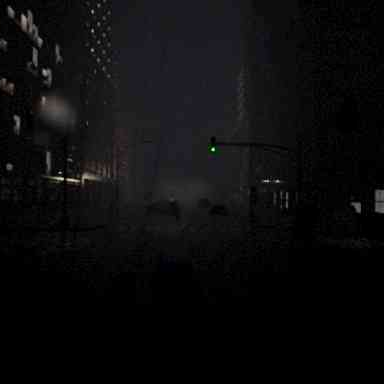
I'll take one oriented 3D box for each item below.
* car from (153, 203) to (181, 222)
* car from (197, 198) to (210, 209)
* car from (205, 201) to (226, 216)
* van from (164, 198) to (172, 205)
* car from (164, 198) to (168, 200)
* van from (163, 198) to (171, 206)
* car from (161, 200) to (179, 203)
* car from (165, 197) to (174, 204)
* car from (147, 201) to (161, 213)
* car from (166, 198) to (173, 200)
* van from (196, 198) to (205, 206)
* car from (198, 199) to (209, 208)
[{"bbox_3d":[-2.200,1.968,30.433,1.994,1.385,4.181,0,-1,-1],"label":"car"},{"bbox_3d":[2.406,2.124,61.680,2.192,1.841,5.009,0,-1,-1],"label":"car"},{"bbox_3d":[3.027,2.107,39.578,1.947,1.339,4.313,0,-1,-1],"label":"car"},{"bbox_3d":[-6.045,2.375,83.578,1.690,1.788,3.998,0,-1,-1],"label":"van"},{"bbox_3d":[-5.473,2.339,61.473,1.947,1.339,4.313,0,-1,-1],"label":"car"},{"bbox_3d":[-5.902,2.310,78.053,1.690,1.788,3.998,0,-1,-1],"label":"van"},{"bbox_3d":[-2.460,2.054,40.457,1.812,1.442,4.674,0,-1,-1],"label":"car"},{"bbox_3d":[-6.332,2.479,94.628,2.192,1.841,5.009,0,-1,-1],"label":"car"},{"bbox_3d":[-5.043,2.155,44.897,1.802,1.307,4.206,0,-1,-1],"label":"car"},{"bbox_3d":[-2.765,2.158,52.766,1.882,1.535,5.008,0,-1,-1],"label":"car"},{"bbox_3d":[1.976,2.345,78.256,1.690,1.788,3.998,0,-1,-1],"label":"van"},{"bbox_3d":[2.262,2.314,67.205,1.967,1.590,4.097,0,-1,-1],"label":"car"}]
